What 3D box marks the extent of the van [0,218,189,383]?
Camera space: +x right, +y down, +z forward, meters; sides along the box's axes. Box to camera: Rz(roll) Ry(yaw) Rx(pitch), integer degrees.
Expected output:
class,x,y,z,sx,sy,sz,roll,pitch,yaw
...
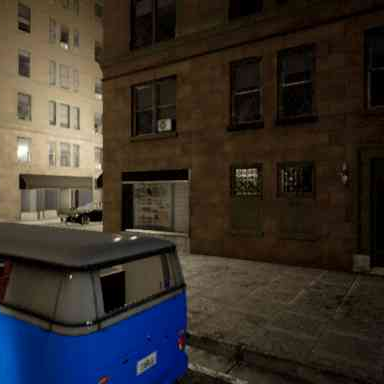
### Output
class,x,y,z,sx,sy,sz,roll,pitch,yaw
van,-1.966,1.338,4.085,3.998,1.788,1.690,0,0,33

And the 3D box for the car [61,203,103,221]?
class,x,y,z,sx,sy,sz,roll,pitch,yaw
car,-7.121,1.569,24.082,2.128,1.511,4.902,0,0,33
